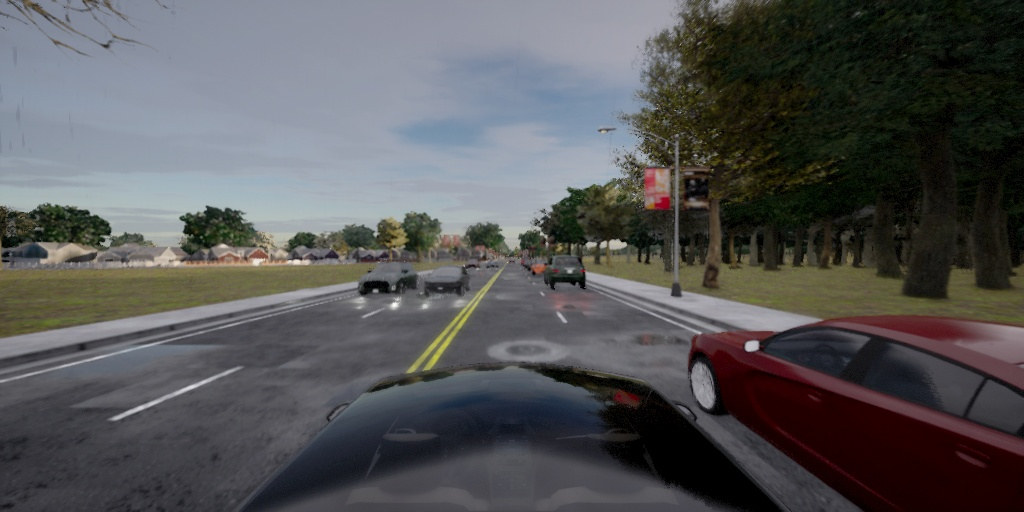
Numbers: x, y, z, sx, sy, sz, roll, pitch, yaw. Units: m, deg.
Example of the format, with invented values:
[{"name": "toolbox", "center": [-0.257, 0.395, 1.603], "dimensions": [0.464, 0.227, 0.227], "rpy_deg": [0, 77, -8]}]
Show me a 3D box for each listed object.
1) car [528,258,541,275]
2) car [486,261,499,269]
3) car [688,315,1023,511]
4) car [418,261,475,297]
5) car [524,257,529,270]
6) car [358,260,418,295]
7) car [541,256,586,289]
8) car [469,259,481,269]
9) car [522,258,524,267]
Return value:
[{"name": "car", "center": [3.233, 1.178, 39.715], "dimensions": [2.097, 1.767, 4.553], "rpy_deg": [0, 0, 0]}, {"name": "car", "center": [-3.317, 1.465, 60.806], "dimensions": [1.994, 1.385, 4.181], "rpy_deg": [0, 0, 1]}, {"name": "car", "center": [3.348, 1.228, 2.953], "dimensions": [1.882, 1.535, 5.008], "rpy_deg": [0, 0, 0]}, {"name": "car", "center": [-3.357, 1.246, 19.316], "dimensions": [1.882, 1.535, 5.008], "rpy_deg": [0, 0, 0]}, {"name": "car", "center": [3.228, 1.217, 50.716], "dimensions": [2.097, 1.767, 4.553], "rpy_deg": [0, 0, 0]}, {"name": "car", "center": [-6.606, 1.121, 19.621], "dimensions": [2.097, 1.767, 4.553], "rpy_deg": [0, 0, 0]}, {"name": "car", "center": [3.340, 0.997, 23.330], "dimensions": [2.150, 2.045, 5.566], "rpy_deg": [0, 0, 0]}, {"name": "car", "center": [-6.567, 1.254, 60.853], "dimensions": [2.097, 1.767, 4.553], "rpy_deg": [0, 0, 1]}, {"name": "car", "center": [3.223, 1.431, 61.748], "dimensions": [1.812, 1.442, 4.674], "rpy_deg": [0, 0, 0]}]
